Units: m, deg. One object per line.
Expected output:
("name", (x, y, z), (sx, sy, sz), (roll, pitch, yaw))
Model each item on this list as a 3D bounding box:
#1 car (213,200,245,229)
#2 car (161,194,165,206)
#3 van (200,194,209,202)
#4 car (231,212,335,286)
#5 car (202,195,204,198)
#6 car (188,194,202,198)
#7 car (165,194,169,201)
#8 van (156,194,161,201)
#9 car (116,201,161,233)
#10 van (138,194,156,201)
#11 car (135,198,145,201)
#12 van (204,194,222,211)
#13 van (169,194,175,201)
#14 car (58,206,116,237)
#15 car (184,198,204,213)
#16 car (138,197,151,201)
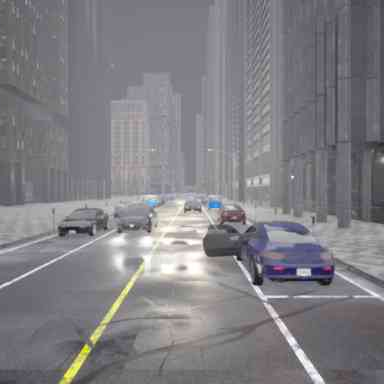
("car", (2.762, 1.537, 23.832), (1.887, 1.381, 4.507), (0, 0, 0))
("car", (-5.763, 1.423, 52.031), (1.967, 1.590, 4.097), (0, 0, 0))
("van", (2.763, 1.315, 74.598), (1.690, 1.788, 3.998), (0, 0, 0))
("car", (2.354, 1.523, 9.296), (1.812, 1.442, 4.674), (0, 0, 0))
("car", (2.763, 1.563, 57.676), (1.802, 1.307, 4.206), (0, 0, 0))
("car", (0.020, 1.462, 46.880), (1.882, 1.535, 5.008), (0, 0, 0))
("car", (-5.763, 1.296, 57.673), (2.192, 1.841, 5.009), (0, 0, 0))
("van", (-5.763, 1.326, 46.390), (1.690, 1.788, 3.998), (0, 0, 0))
("car", (-3.097, 1.499, 19.509), (1.837, 1.490, 4.892), (0, 0, 0))
("van", (-5.763, 1.328, 40.750), (1.690, 1.788, 3.998), (0, 0, 0))
("car", (-5.763, 1.541, 29.468), (2.008, 1.369, 4.403), (0, 0, 0))
("van", (2.762, 1.328, 40.754), (1.690, 1.788, 3.998), (0, 0, 0))
("van", (-5.762, 1.313, 80.236), (1.690, 1.788, 3.998), (0, 0, 0))
("car", (-5.763, 1.560, 18.187), (1.947, 1.339, 4.313), (0, 0, 0))
("car", (0.077, 1.589, 36.613), (1.895, 1.301, 4.718), (0, 0, 0))
("car", (-5.763, 1.514, 34.939), (1.752, 1.417, 4.829), (0, 0, 0))
